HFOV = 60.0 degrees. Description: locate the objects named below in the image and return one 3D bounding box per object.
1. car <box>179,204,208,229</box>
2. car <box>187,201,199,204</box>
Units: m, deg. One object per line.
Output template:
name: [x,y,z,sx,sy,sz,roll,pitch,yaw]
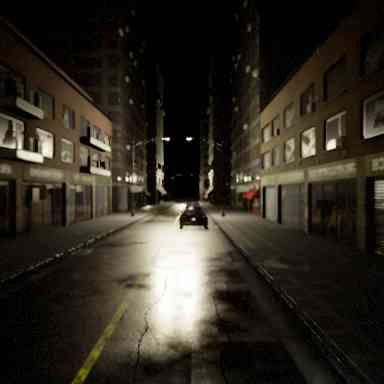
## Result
car: [0.108,1.788,23.770,1.994,1.385,4.181,0,-1,0]
car: [0.116,1.892,42.042,2.128,1.511,4.902,0,-1,0]
